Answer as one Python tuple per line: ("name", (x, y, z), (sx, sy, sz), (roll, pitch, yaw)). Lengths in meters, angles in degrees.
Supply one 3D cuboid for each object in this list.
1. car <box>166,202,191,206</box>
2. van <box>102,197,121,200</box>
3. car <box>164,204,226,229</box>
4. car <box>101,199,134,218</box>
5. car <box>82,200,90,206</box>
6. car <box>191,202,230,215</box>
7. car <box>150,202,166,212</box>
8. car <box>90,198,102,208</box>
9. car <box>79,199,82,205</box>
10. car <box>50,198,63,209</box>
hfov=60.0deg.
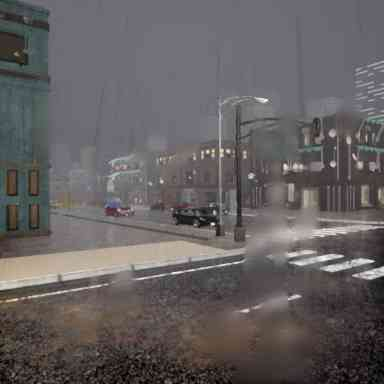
("car", (-0.945, 1.903, 40.377), (1.802, 1.307, 4.206), (-2, 0, -35))
("van", (-13.743, 1.906, 58.447), (1.690, 1.788, 3.998), (-1, 0, -35))
("car", (0.134, 1.814, 24.137), (1.947, 1.339, 4.313), (-1, 0, -35))
("car", (-7.787, 1.846, 35.533), (1.967, 1.590, 4.097), (-1, 0, -35))
("car", (-20.134, 2.227, 67.483), (1.887, 1.381, 4.507), (-1, 0, -35))
("car", (2.252, 1.809, 35.859), (2.008, 1.369, 4.403), (-2, 0, -35))
("car", (-4.142, 1.965, 44.894), (1.802, 1.307, 4.206), (-2, 0, -35))
("car", (-16.942, 1.939, 62.965), (2.192, 1.841, 5.009), (-1, 0, -35))
("car", (-26.530, 2.363, 76.519), (1.947, 1.339, 4.313), (-1, 0, -35))
("car", (-23.677, 2.232, 57.983), (1.752, 1.417, 4.829), (-1, 0, -35))
